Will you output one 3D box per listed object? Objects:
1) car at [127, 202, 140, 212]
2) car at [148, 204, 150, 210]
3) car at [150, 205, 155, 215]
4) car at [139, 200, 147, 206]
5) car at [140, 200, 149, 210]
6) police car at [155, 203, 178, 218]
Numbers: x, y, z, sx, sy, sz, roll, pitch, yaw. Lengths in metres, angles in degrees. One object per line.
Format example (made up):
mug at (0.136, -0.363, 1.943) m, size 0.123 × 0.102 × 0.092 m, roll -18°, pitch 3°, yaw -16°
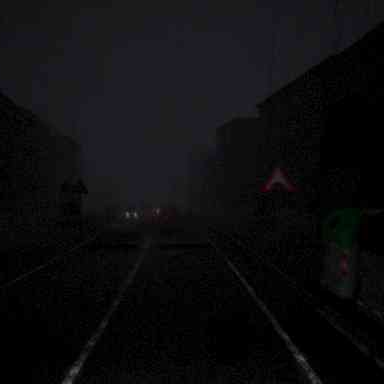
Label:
car at (-11.622, 3.083, 64.746) m, size 1.837 × 1.490 × 4.892 m, roll 0°, pitch 1°, yaw -10°
car at (-5.725, 2.861, 54.458) m, size 1.812 × 1.442 × 4.674 m, roll 0°, pitch -2°, yaw -11°
car at (-4.661, 2.576, 48.748) m, size 1.801 × 1.575 × 5.366 m, roll 0°, pitch -2°, yaw -11°
car at (-12.930, 2.920, 88.177) m, size 1.994 × 1.385 × 4.181 m, roll 0°, pitch 1°, yaw -11°
car at (-10.178, 3.036, 73.427) m, size 1.837 × 1.490 × 4.892 m, roll 0°, pitch 0°, yaw -11°
police car at (-2.815, 2.108, 38.821) m, size 1.930 × 1.638 × 5.238 m, roll 0°, pitch -2°, yaw -10°
